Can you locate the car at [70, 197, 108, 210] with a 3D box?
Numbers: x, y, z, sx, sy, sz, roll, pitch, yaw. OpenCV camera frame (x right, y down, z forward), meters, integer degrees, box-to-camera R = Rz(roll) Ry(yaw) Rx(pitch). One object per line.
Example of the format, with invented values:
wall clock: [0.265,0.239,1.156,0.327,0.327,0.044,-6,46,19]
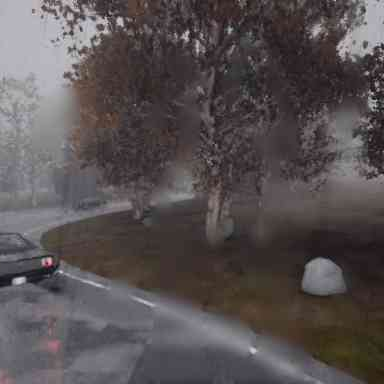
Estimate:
car: [-12.404,1.354,40.159,1.895,1.301,4.718,0,3,25]

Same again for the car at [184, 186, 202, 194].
car: [0.385,-0.499,62.578,2.128,1.511,4.902,0,4,34]

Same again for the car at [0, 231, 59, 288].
car: [-5.576,1.666,8.596,4.718,1.301,1.895,0,-1,36]

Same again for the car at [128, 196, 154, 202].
car: [-7.576,0.600,49.709,2.128,1.511,4.902,0,4,29]
